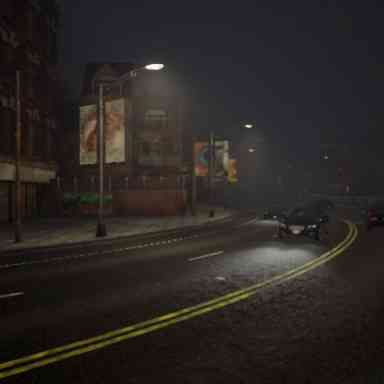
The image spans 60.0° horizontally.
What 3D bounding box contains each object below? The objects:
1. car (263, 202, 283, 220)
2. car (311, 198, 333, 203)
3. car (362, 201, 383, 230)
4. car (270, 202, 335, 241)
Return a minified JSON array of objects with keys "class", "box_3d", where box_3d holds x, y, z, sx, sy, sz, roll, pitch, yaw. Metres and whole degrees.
[{"class":"car","box_3d":[7.352,1.606,29.038,2.033,1.411,5.357,0,0,16]},{"class":"car","box_3d":[15.999,1.555,41.114,1.837,1.490,4.892,0,0,3]},{"class":"car","box_3d":[11.844,1.552,20.811,2.033,1.411,5.357,0,0,24]},{"class":"car","box_3d":[5.850,1.518,16.982,2.128,1.511,4.902,0,0,30]}]
